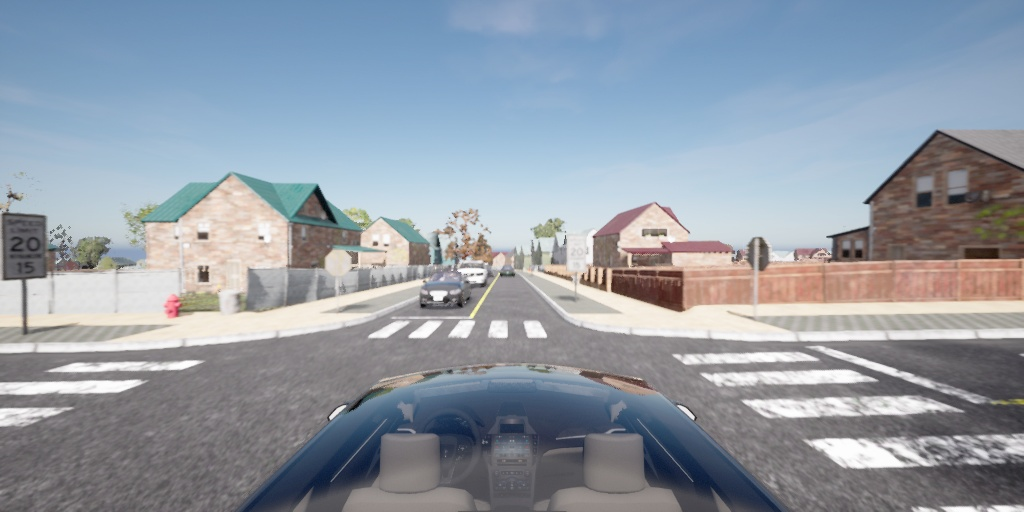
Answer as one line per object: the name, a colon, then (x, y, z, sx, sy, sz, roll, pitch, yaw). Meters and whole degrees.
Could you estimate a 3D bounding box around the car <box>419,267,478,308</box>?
car: (-2.969, 1.460, 16.729, 2.128, 1.511, 4.902, 0, -1, -1)

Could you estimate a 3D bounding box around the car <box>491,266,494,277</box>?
car: (-3.373, 2.017, 46.973, 1.837, 1.490, 4.892, 0, -2, 0)

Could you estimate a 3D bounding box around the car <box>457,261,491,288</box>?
car: (-3.150, 1.390, 28.891, 2.150, 2.045, 5.566, 0, -1, -1)

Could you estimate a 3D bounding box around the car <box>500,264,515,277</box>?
car: (-0.587, 2.103, 48.125, 1.994, 1.385, 4.181, 0, -1, -1)
